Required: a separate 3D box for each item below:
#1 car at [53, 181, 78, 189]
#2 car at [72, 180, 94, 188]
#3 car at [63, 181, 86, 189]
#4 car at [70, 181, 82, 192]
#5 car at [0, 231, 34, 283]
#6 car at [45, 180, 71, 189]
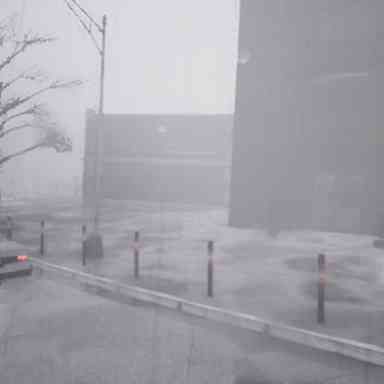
[{"bbox_3d":[-27.579,-1.603,72.337,5.008,1.535,2.097,4,3,22],"label":"car"},{"bbox_3d":[-25.440,-1.856,77.414,4.553,1.767,2.185,4,3,22],"label":"car"},{"bbox_3d":[-26.524,-1.628,74.883,4.674,1.452,2.002,4,3,22],"label":"car"},{"bbox_3d":[-19.076,-0.693,60.341,1.882,1.535,5.008,4,3,22],"label":"car"},{"bbox_3d":[-6.110,1.497,8.684,5.357,1.411,2.033,1,0,40],"label":"car"},{"bbox_3d":[-28.591,-1.666,69.764,4.553,1.767,2.185,4,3,22],"label":"car"}]
